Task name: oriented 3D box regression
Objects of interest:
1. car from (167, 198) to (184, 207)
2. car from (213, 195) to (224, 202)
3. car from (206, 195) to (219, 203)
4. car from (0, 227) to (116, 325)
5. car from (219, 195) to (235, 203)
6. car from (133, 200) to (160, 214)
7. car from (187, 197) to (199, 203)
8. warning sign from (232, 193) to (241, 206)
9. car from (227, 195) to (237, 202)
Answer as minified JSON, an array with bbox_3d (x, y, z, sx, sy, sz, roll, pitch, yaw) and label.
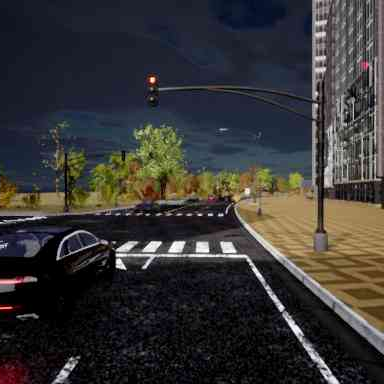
[{"bbox_3d":[-2.563,1.594,51.309,1.895,1.301,4.718,0,0,9],"label":"car"},{"bbox_3d":[6.379,1.480,80.527,1.882,1.535,5.008,0,0,14],"label":"car"},{"bbox_3d":[4.416,1.353,71.136,2.097,1.767,4.553,0,0,12],"label":"car"},{"bbox_3d":[-2.988,1.490,7.090,2.128,1.511,4.902,0,0,1],"label":"car"},{"bbox_3d":[7.533,1.480,70.080,1.882,1.535,5.008,0,0,12],"label":"car"},{"bbox_3d":[-4.636,1.540,34.912,2.033,1.411,5.357,0,0,6],"label":"car"},{"bbox_3d":[0.230,1.597,67.296,1.895,1.301,4.718,0,0,11],"label":"car"},{"bbox_3d":[6.491,1.113,48.186,1.300,1.860,1.060,0,0,8],"label":"warning sign"},{"bbox_3d":[9.673,1.483,80.337,1.882,1.535,5.008,0,0,14],"label":"car"}]
